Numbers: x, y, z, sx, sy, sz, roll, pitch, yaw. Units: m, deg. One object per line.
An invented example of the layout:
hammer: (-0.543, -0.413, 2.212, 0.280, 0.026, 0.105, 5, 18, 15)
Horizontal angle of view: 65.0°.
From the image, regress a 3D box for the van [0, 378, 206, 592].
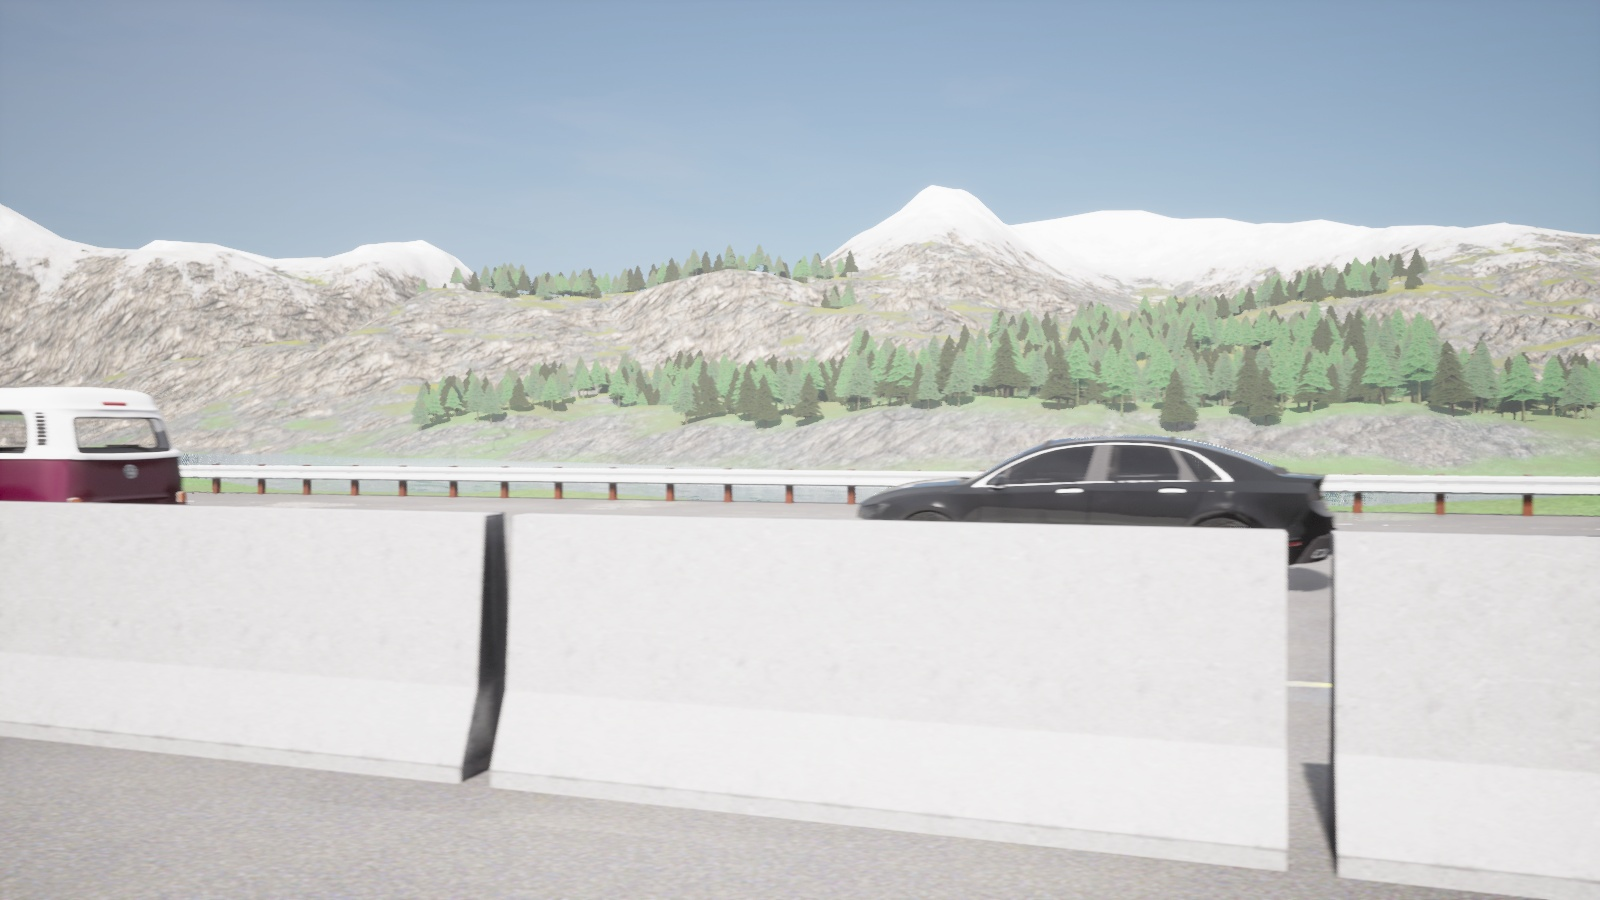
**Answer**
van: (-9.029, 0.284, 13.636, 4.480, 2.038, 2.069, 1, 1, 19)

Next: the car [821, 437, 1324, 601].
car: (2.840, 0.626, 13.320, 4.892, 1.490, 1.837, 1, 1, 19)
